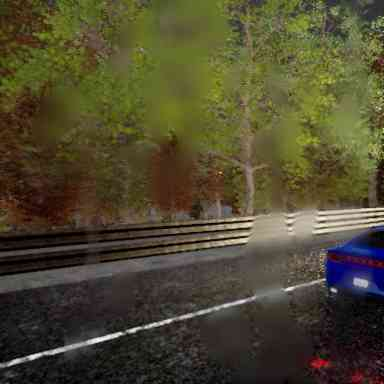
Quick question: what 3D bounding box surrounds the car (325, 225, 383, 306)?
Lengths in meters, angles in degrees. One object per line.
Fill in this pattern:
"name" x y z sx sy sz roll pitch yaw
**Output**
"car" 4.992 1.443 7.303 5.008 1.535 1.882 0 0 -35
